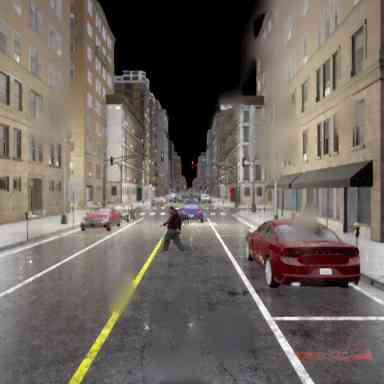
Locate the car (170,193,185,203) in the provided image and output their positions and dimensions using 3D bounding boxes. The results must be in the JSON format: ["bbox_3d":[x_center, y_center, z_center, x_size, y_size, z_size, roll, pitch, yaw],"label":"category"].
[{"bbox_3d":[-2.879,1.511,70.116,2.033,1.411,5.357,0,0,0],"label":"car"}]

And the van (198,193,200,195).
[{"bbox_3d":[2.524,1.315,63.658,1.690,1.788,3.998,0,0,0],"label":"van"}]

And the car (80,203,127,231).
[{"bbox_3d":[-5.425,1.576,20.273,1.802,1.307,4.206,0,0,0],"label":"car"}]

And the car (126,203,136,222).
[{"bbox_3d":[-5.435,1.543,25.954,2.008,1.369,4.403,0,0,0],"label":"car"}]

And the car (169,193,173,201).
[{"bbox_3d":[-5.546,1.409,74.455,1.967,1.590,4.097,0,0,0],"label":"car"}]

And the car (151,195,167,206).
[{"bbox_3d":[-5.487,1.530,52.830,2.008,1.369,4.403,0,0,0],"label":"car"}]

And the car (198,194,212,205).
[{"bbox_3d":[2.533,1.528,58.252,2.008,1.369,4.403,0,0,0],"label":"car"}]

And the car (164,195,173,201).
[{"bbox_3d":[-5.561,1.492,79.691,1.752,1.417,4.829,0,0,0],"label":"car"}]

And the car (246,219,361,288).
[{"bbox_3d":[2.733,1.476,9.280,1.882,1.535,5.008,0,0,0],"label":"car"}]

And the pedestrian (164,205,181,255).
[{"bbox_3d":[-0.690,1.291,11.674,0.375,1.860,0.375,0,0,-10],"label":"pedestrian"}]

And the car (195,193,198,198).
[{"bbox_3d":[2.499,1.282,79.877,2.192,1.841,5.009,0,0,0],"label":"car"}]

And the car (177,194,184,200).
[{"bbox_3d":[-2.909,1.315,86.553,1.812,1.442,4.674,0,0,0],"label":"car"}]

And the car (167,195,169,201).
[{"bbox_3d":[-5.501,1.502,58.066,1.752,1.417,4.829,0,0,0],"label":"car"}]

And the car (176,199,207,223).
[{"bbox_3d":[-0.029,1.518,25.417,1.812,1.442,4.674,0,0,0],"label":"car"}]

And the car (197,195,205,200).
[{"bbox_3d":[2.481,1.513,90.689,2.008,1.369,4.403,0,0,0],"label":"car"}]

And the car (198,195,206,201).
[{"bbox_3d":[2.490,1.530,85.283,1.947,1.339,4.313,0,0,0],"label":"car"}]
